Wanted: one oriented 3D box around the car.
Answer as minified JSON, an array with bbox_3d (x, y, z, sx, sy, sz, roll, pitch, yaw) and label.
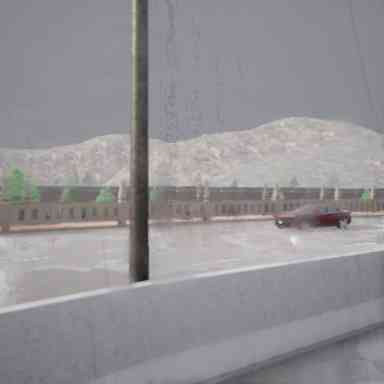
[{"bbox_3d":[7.265,1.447,19.924,5.008,1.535,1.882,0,0,-26],"label":"car"}]
